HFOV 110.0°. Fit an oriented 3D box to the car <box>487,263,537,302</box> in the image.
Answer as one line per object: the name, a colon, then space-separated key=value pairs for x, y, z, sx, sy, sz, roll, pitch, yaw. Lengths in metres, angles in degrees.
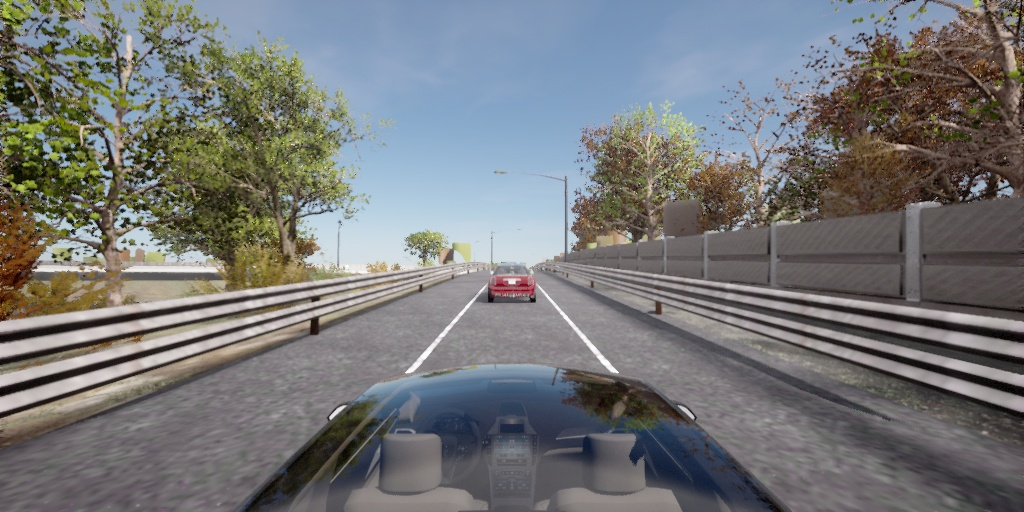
car: x=0.000 y=1.116 z=17.004 sx=2.097 sy=1.767 sz=4.553 roll=0 pitch=0 yaw=0
